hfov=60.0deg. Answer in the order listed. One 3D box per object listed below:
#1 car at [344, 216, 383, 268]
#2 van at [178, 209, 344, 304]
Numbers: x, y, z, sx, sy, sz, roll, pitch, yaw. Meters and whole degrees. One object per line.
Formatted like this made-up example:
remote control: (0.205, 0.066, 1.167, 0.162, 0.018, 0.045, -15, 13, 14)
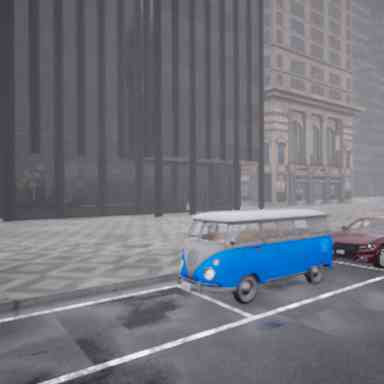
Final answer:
car: (6.198, 1.497, 11.064, 4.507, 1.381, 1.887, 0, 0, -35)
van: (1.602, 1.317, 7.792, 3.998, 1.788, 1.690, 0, 0, -35)
